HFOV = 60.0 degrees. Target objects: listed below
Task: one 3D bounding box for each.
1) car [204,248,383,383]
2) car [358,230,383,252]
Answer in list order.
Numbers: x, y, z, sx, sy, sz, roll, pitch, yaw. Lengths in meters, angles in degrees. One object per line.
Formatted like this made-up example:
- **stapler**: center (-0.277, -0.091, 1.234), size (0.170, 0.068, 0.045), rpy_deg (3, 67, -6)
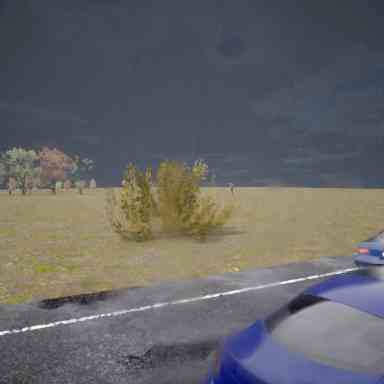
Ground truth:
- **car**: center (2.327, 1.526, 3.339), size (4.674, 1.442, 1.812), rpy_deg (0, 0, -29)
- **car**: center (6.669, 1.549, 9.540), size (5.357, 1.411, 2.033), rpy_deg (0, 0, -39)
